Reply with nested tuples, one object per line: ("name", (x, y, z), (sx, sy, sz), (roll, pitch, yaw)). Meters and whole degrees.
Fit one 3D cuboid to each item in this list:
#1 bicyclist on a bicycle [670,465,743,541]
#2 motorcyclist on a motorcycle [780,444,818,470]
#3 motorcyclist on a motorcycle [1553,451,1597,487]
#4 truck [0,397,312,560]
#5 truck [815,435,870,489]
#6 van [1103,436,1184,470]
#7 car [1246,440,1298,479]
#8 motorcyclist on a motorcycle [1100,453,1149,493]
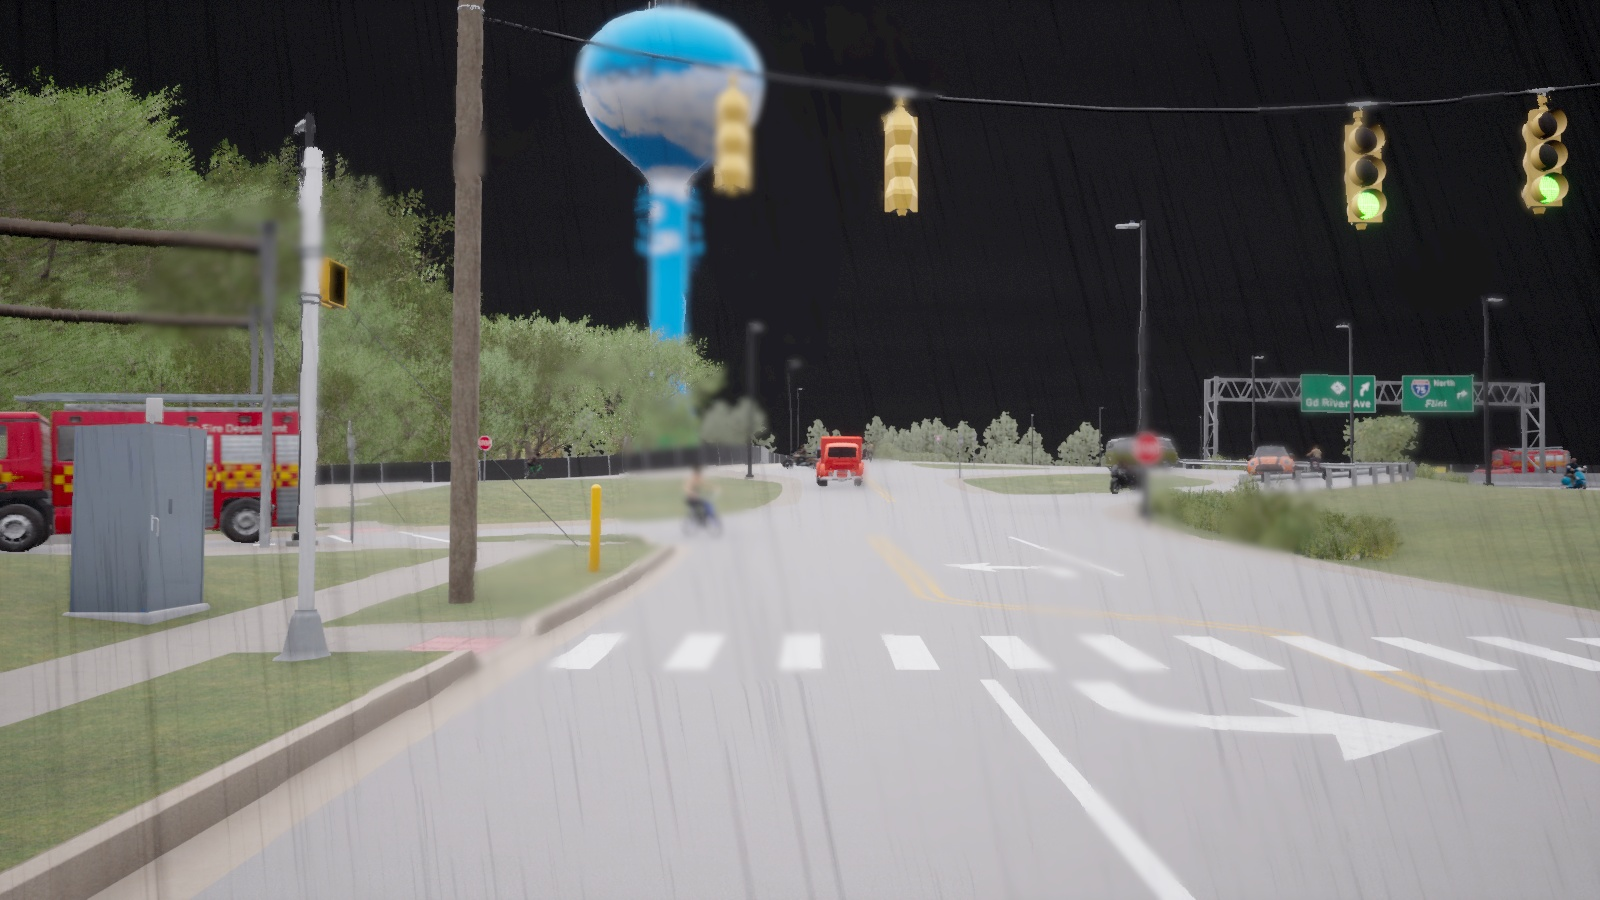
("bicyclist on a bicycle", (-2.129, 1.194, 28.480), (0.866, 1.612, 1.509), (-4, 1, -39))
("motorcyclist on a motorcycle", (-0.061, 0.458, 81.377), (2.350, 1.649, 0.766), (-1, 2, 22))
("motorcyclist on a motorcycle", (35.262, 0.867, 57.147), (0.866, 1.590, 1.817), (0, -1, 1))
("truck", (-17.073, 0.676, 31.872), (8.468, 3.827, 2.891), (-1, -2, -26))
("truck", (2.090, 0.543, 63.166), (2.627, 2.467, 5.204), (0, 2, 1))
("van", (21.109, 0.166, 77.202), (4.442, 1.987, 1.775), (-1, 2, -11))
("car", (22.931, 0.442, 60.962), (2.097, 1.767, 4.553), (-2, 0, 23))
("motorcyclist on a motorcycle", (13.242, 0.935, 51.214), (2.044, 1.523, 0.797), (-2, -1, -38))
